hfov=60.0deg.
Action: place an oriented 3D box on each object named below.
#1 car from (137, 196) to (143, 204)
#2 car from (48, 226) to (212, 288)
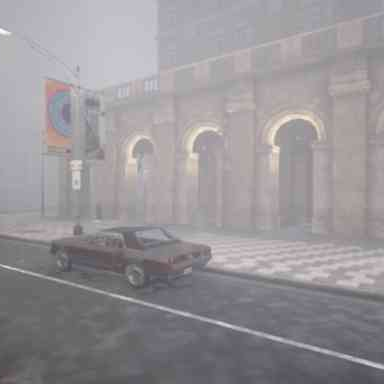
[{"bbox_3d":[-10.161,1.474,61.490,2.128,1.511,4.902,0,0,36],"label":"car"},{"bbox_3d":[-1.915,1.592,9.228,4.718,1.301,1.895,0,0,35],"label":"car"}]
